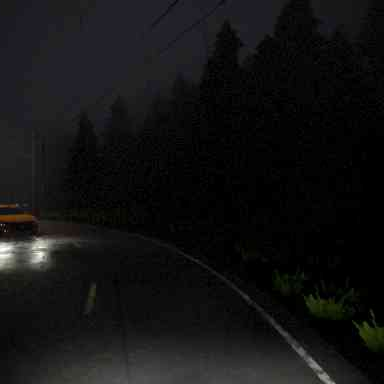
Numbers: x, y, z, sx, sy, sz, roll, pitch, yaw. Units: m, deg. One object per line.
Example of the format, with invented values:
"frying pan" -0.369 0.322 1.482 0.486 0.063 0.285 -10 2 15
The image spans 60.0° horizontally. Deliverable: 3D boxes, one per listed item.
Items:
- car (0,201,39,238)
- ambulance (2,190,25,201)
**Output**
"car" -9.867 1.442 17.637 5.008 1.535 1.882 0 0 44
"ambulance" -31.912 0.895 59.566 6.366 2.431 2.351 0 0 44
